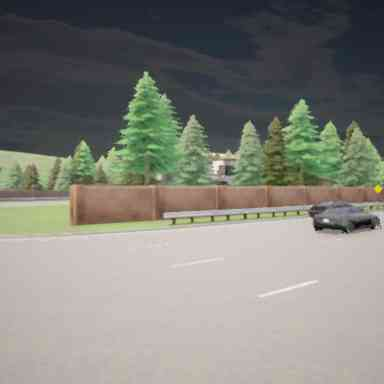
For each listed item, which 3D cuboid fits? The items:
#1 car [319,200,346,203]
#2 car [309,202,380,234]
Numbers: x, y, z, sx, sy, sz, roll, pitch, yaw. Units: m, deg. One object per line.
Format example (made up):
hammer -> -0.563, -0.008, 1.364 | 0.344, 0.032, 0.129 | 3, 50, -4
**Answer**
car -> 10.510, 1.359, 24.146 | 4.892, 1.490, 1.837 | 0, 0, -36
car -> 8.625, 1.449, 18.501 | 4.181, 1.385, 1.994 | 0, 0, -36
